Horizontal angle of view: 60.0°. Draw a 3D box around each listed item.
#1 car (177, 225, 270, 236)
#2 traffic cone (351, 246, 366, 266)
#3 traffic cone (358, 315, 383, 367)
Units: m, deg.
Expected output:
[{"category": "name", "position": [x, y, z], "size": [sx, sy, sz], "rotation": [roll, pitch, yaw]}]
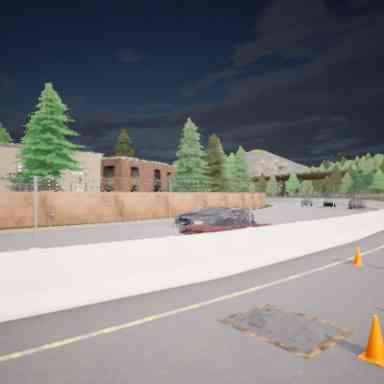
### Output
[{"category": "car", "position": [1.574, 1.746, 15.400], "size": [4.718, 1.301, 1.895], "rotation": [0, -1, -44]}, {"category": "traffic cone", "position": [5.312, 2.033, 10.652], "size": [0.340, 0.580, 0.340], "rotation": [0, -1, -39]}, {"category": "traffic cone", "position": [2.514, 1.990, 4.556], "size": [0.340, 0.580, 0.340], "rotation": [0, -1, -39]}]
